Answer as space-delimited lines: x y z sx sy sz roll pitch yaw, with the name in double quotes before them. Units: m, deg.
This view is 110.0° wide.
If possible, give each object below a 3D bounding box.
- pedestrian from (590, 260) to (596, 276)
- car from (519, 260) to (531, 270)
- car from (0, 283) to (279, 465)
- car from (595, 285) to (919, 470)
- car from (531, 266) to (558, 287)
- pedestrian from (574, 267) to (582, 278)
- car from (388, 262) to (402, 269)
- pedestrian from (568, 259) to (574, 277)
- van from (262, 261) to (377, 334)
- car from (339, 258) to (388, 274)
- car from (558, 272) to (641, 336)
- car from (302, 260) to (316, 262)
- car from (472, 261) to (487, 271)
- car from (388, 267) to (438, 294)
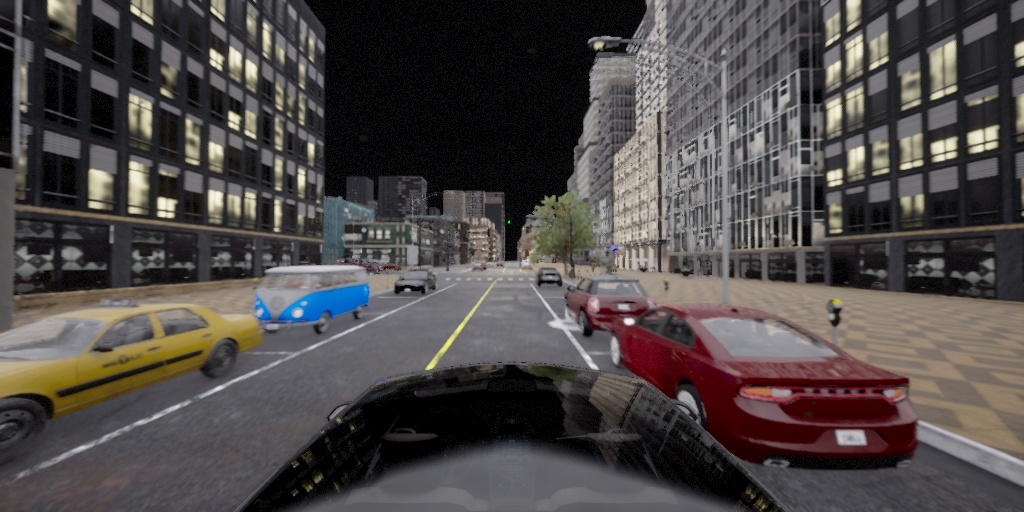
"pedestrian" 7.889 1.214 34.810 0.375 1.860 0.375 0 -1 0
"car" 2.713 1.855 65.428 1.751 1.417 4.829 0 0 0
"car" -5.688 1.306 4.906 1.751 1.417 4.829 0 0 0
"car" 2.693 1.326 5.074 1.888 1.381 4.507 0 0 0
"car" 2.700 1.548 27.230 1.948 1.339 4.313 0 0 0
"pedestrian" 6.437 1.567 34.205 0.500 1.100 0.500 0 -1 0
"car" -17.260 1.548 48.704 4.507 1.381 1.888 0 0 -1
"pedestrian" 5.995 1.198 35.410 0.375 1.860 0.375 0 -1 0
"van" -5.685 1.172 10.615 1.690 1.789 3.998 0 0 0
"car" -17.145 1.201 40.326 5.009 1.841 2.192 0 0 -1
"car" 2.695 1.271 10.613 1.967 1.591 4.097 0 0 0
"car" -28.352 1.305 48.553 4.097 1.591 1.967 0 0 -1
"car" -5.669 1.861 59.707 1.802 1.307 4.207 0 0 0
"car" -5.682 1.498 21.693 1.948 1.339 4.313 0 0 0
